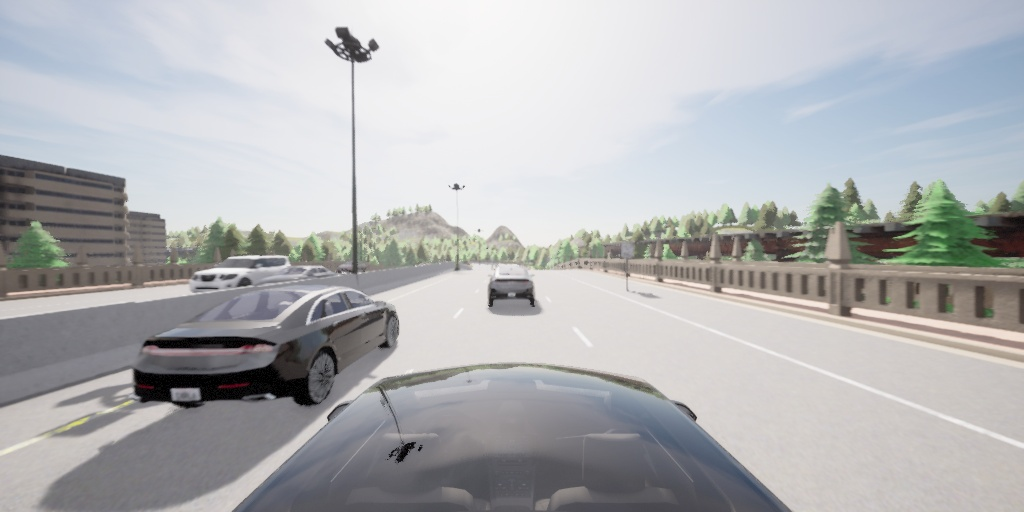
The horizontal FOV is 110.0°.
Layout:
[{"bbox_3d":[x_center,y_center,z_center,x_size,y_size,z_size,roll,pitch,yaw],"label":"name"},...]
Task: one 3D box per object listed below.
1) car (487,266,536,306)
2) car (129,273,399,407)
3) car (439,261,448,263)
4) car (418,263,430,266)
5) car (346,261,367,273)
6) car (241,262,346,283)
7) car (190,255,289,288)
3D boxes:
[{"bbox_3d":[-0.031,1.188,15.386,2.128,1.511,4.902,0,0,-1],"label":"car"},{"bbox_3d":[-3.466,1.246,6.227,2.128,1.511,4.902,0,0,0],"label":"car"},{"bbox_3d":[-11.127,1.599,58.214,2.097,1.767,4.553,0,-4,0],"label":"car"},{"bbox_3d":[-14.642,1.907,60.453,1.882,1.535,5.008,0,-4,0],"label":"car"},{"bbox_3d":[-17.978,1.280,40.429,1.994,1.385,4.181,0,0,0],"label":"car"},{"bbox_3d":[-10.753,1.245,18.232,2.128,1.511,4.902,0,0,-1],"label":"car"},{"bbox_3d":[-14.269,0.993,19.457,2.150,2.045,5.566,0,0,-1],"label":"car"}]
